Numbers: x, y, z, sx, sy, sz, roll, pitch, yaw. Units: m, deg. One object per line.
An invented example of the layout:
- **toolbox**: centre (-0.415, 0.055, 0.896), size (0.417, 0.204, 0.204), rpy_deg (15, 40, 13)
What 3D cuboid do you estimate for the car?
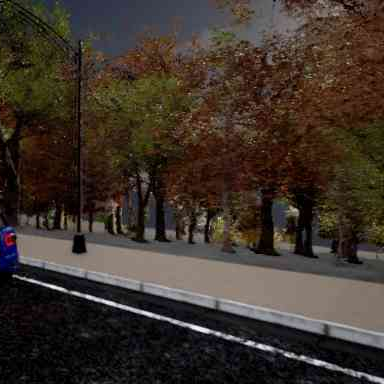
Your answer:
- **car**: centre (-6.591, 1.241, 8.388), size (5.566, 2.045, 2.150), rpy_deg (0, 0, 36)
